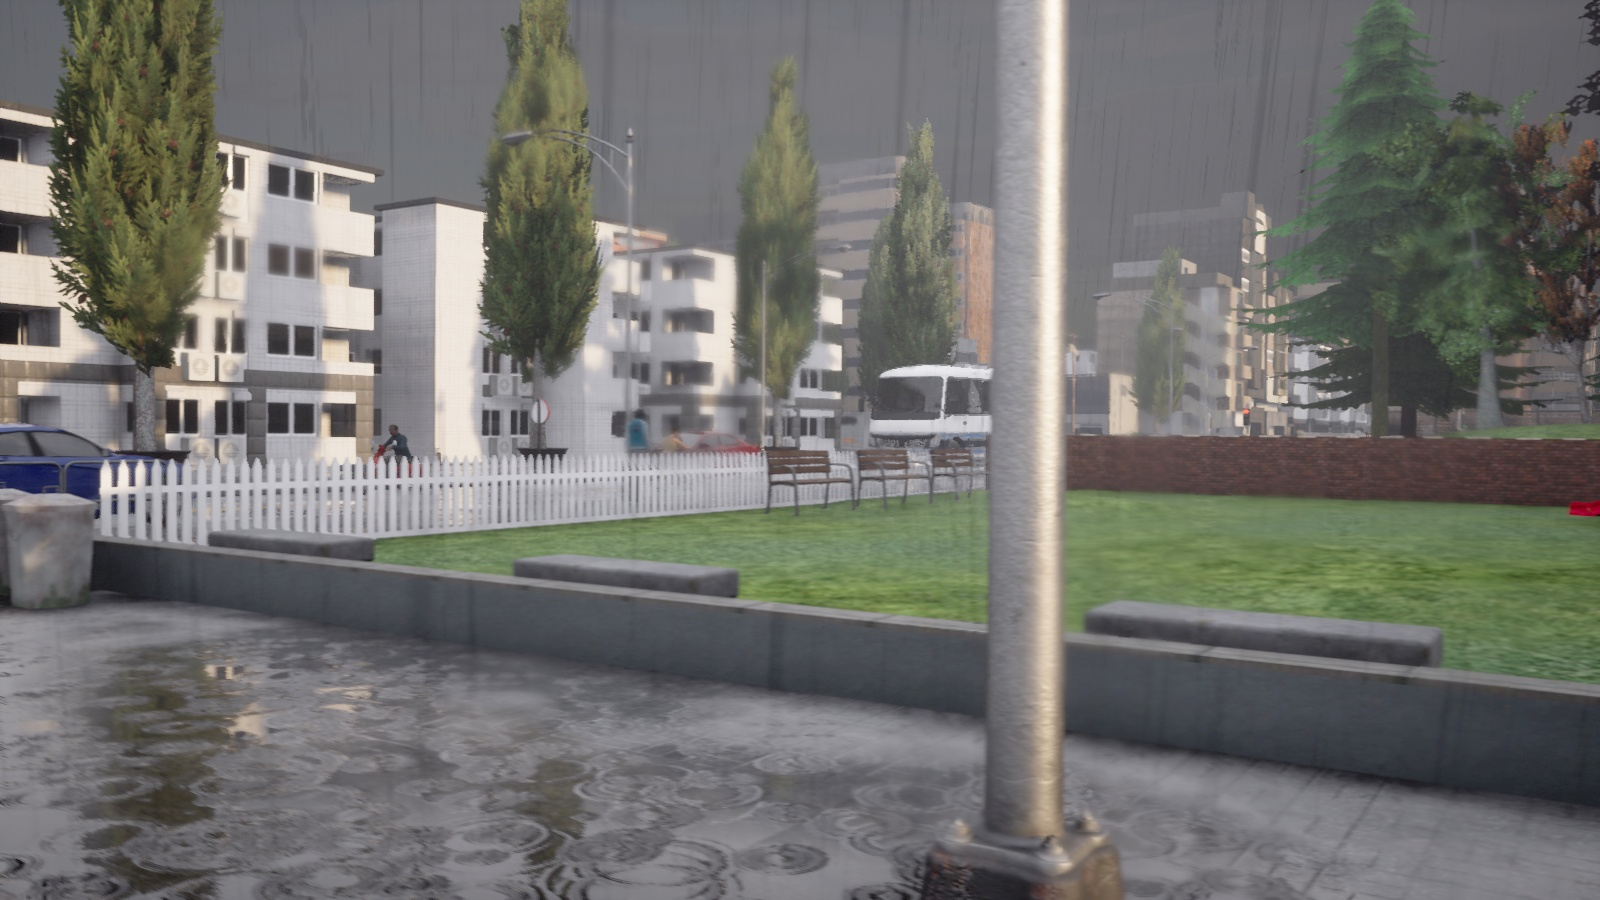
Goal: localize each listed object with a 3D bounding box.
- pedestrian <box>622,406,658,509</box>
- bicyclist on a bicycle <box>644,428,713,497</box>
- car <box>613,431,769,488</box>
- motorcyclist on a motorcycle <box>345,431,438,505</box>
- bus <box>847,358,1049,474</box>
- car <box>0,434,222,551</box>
[{"bbox_3d":[-3.057,0.141,24.010,0.396,1.930,0.692,0,1,18],"label":"pedestrian"},{"bbox_3d":[-2.926,0.280,30.346,0.866,1.612,1.509,0,1,34],"label":"bicyclist on a bicycle"},{"bbox_3d":[-3.132,0.229,37.230,1.882,1.535,5.008,0,1,34],"label":"car"},{"bbox_3d":[-9.149,0.383,28.211,0.866,1.590,1.817,0,1,34],"label":"motorcyclist on a motorcycle"},{"bbox_3d":[6.332,-1.405,51.407,3.944,4.253,10.273,0,2,34],"label":"bus"},{"bbox_3d":[-11.106,0.564,18.033,1.882,1.535,5.008,0,1,26],"label":"car"}]
